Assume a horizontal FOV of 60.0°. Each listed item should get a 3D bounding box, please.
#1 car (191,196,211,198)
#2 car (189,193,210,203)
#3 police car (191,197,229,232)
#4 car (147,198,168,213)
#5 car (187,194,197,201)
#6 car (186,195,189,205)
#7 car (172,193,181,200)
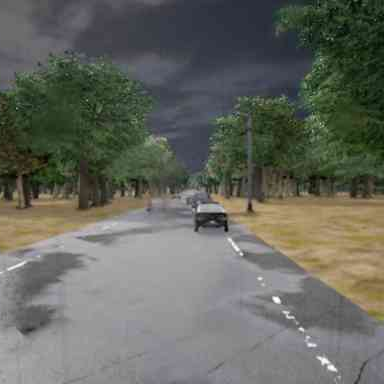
[{"bbox_3d":[1.049,1.406,29.775,1.837,1.490,4.892,0,0,0],"label":"car"},{"bbox_3d":[1.049,1.099,35.806,2.150,2.045,5.566,0,0,0],"label":"car"},{"bbox_3d":[1.049,1.363,19.881,1.930,1.638,5.238,0,0,0],"label":"police car"},{"bbox_3d":[-3.596,1.404,34.940,1.812,1.442,4.674,0,0,0],"label":"car"},{"bbox_3d":[-0.001,1.178,71.701,1.895,1.301,4.718,0,0,0],"label":"car"},{"bbox_3d":[-0.001,1.281,54.480,2.128,1.511,4.902,0,0,0],"label":"car"},{"bbox_3d":[-3.501,1.028,76.523,1.882,1.535,5.008,0,0,0],"label":"car"}]
